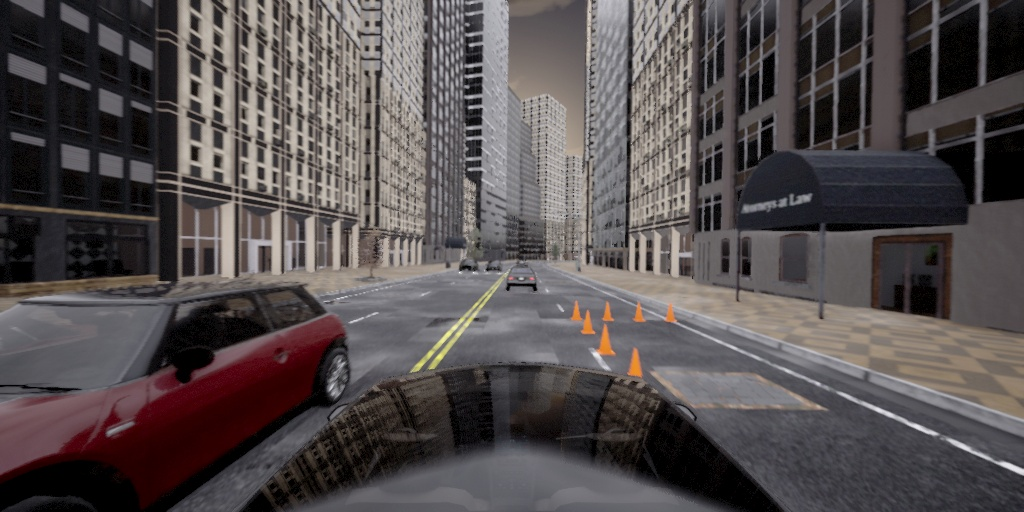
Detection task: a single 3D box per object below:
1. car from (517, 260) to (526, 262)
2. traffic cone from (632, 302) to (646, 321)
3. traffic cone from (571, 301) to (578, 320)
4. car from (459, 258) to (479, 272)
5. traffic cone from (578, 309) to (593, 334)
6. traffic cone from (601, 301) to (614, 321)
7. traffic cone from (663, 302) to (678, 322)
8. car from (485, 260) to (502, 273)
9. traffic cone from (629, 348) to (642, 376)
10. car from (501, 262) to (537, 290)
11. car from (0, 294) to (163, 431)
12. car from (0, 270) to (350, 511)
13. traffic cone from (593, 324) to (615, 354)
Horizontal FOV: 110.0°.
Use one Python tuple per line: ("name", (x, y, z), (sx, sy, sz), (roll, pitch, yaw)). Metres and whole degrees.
("car", (1.373, 1.362, 52.202), (1.812, 1.442, 4.674), (1, 0, 1))
("traffic cone", (4.071, 1.769, 11.518), (0.340, 0.580, 0.340), (0, 0, 1))
("traffic cone", (2.072, 1.745, 11.570), (0.340, 0.580, 0.340), (0, 0, 1))
("car", (-5.472, 1.095, 45.947), (2.097, 1.767, 4.553), (1, 0, 2))
("traffic cone", (2.020, 1.741, 9.571), (0.340, 0.580, 0.340), (0, 0, 1))
("traffic cone", (3.071, 1.757, 11.543), (0.340, 0.580, 0.340), (0, 0, 1))
("traffic cone", (5.070, 1.782, 11.492), (0.340, 0.580, 0.340), (0, 0, 1))
("car", (-2.240, 1.287, 45.349), (1.837, 1.490, 4.892), (1, 0, 2))
("traffic cone", (1.915, 1.734, 5.572), (0.340, 0.580, 0.340), (0, 0, 1))
("car", (0.599, 1.334, 22.600), (2.033, 1.411, 5.357), (1, 0, 1))
("car", (-6.606, 1.272, 3.401), (1.895, 1.301, 4.718), (1, 0, 1))
("car", (-3.358, 1.063, 3.146), (2.097, 1.767, 4.553), (1, 0, 1))
("traffic cone", (1.967, 1.738, 7.572), (0.340, 0.580, 0.340), (0, 0, 1))
